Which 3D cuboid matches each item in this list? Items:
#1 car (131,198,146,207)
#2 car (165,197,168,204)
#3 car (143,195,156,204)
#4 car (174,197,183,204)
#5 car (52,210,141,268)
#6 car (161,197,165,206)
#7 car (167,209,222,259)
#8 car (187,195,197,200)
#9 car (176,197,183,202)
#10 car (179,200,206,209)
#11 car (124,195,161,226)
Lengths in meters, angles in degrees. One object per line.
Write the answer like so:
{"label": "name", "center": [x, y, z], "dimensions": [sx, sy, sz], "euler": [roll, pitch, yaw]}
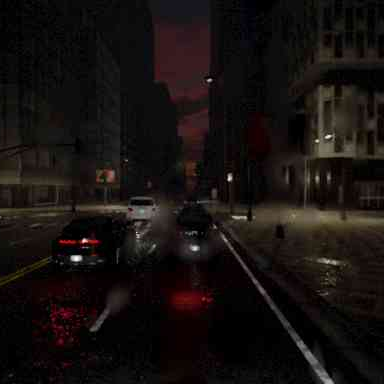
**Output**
{"label": "car", "center": [-9.772, 1.851, 61.457], "dimensions": [1.882, 1.535, 5.008], "euler": [0, 0, 1]}
{"label": "car", "center": [-6.487, 1.996, 76.617], "dimensions": [2.128, 1.511, 4.902], "euler": [0, 0, 0]}
{"label": "car", "center": [-9.737, 1.698, 76.925], "dimensions": [2.150, 2.045, 5.566], "euler": [0, 0, 0]}
{"label": "car", "center": [-3.237, 2.029, 78.517], "dimensions": [1.994, 1.385, 4.181], "euler": [0, 0, 0]}
{"label": "car", "center": [-3.149, 1.569, 11.485], "dimensions": [1.837, 1.490, 4.892], "euler": [0, 0, 0]}
{"label": "car", "center": [-6.521, 1.878, 61.444], "dimensions": [1.837, 1.490, 4.892], "euler": [0, 0, 1]}
{"label": "car", "center": [0.099, 1.573, 12.822], "dimensions": [1.837, 1.490, 4.892], "euler": [0, -1, 0]}
{"label": "car", "center": [0.013, 1.699, 78.130], "dimensions": [2.150, 2.045, 5.566], "euler": [0, 0, 0]}
{"label": "car", "center": [-3.234, 1.939, 88.519], "dimensions": [1.812, 1.442, 4.674], "euler": [0, 0, 0]}
{"label": "car", "center": [0.102, 1.657, 27.194], "dimensions": [1.882, 1.535, 5.008], "euler": [0, -1, 0]}
{"label": "car", "center": [-3.851, 1.374, 24.911], "dimensions": [2.150, 2.045, 5.566], "euler": [0, -1, -11]}
